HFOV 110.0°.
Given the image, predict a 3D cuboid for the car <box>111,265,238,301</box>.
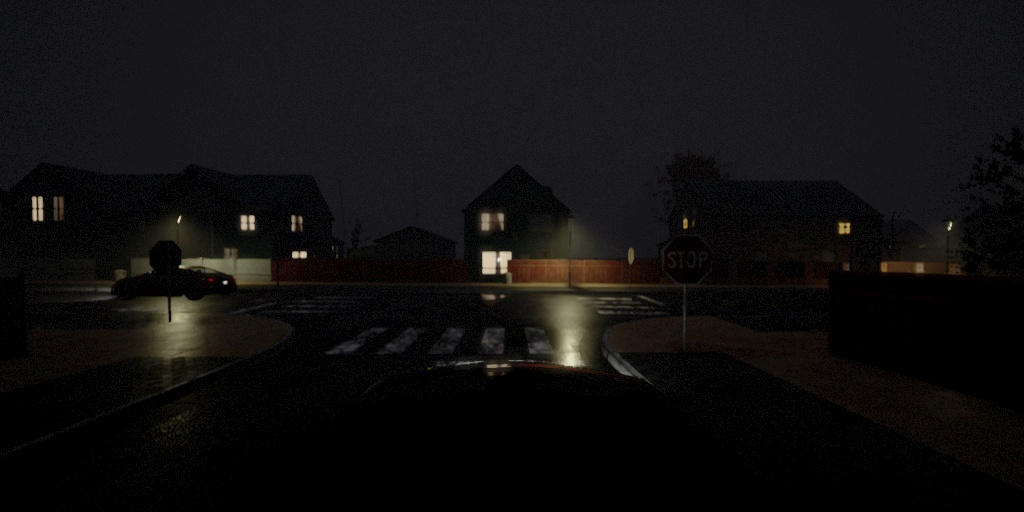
[{"bbox_3d":[-14.364,1.099,15.412,4.181,1.385,1.994,0,1,-1],"label":"car"}]
